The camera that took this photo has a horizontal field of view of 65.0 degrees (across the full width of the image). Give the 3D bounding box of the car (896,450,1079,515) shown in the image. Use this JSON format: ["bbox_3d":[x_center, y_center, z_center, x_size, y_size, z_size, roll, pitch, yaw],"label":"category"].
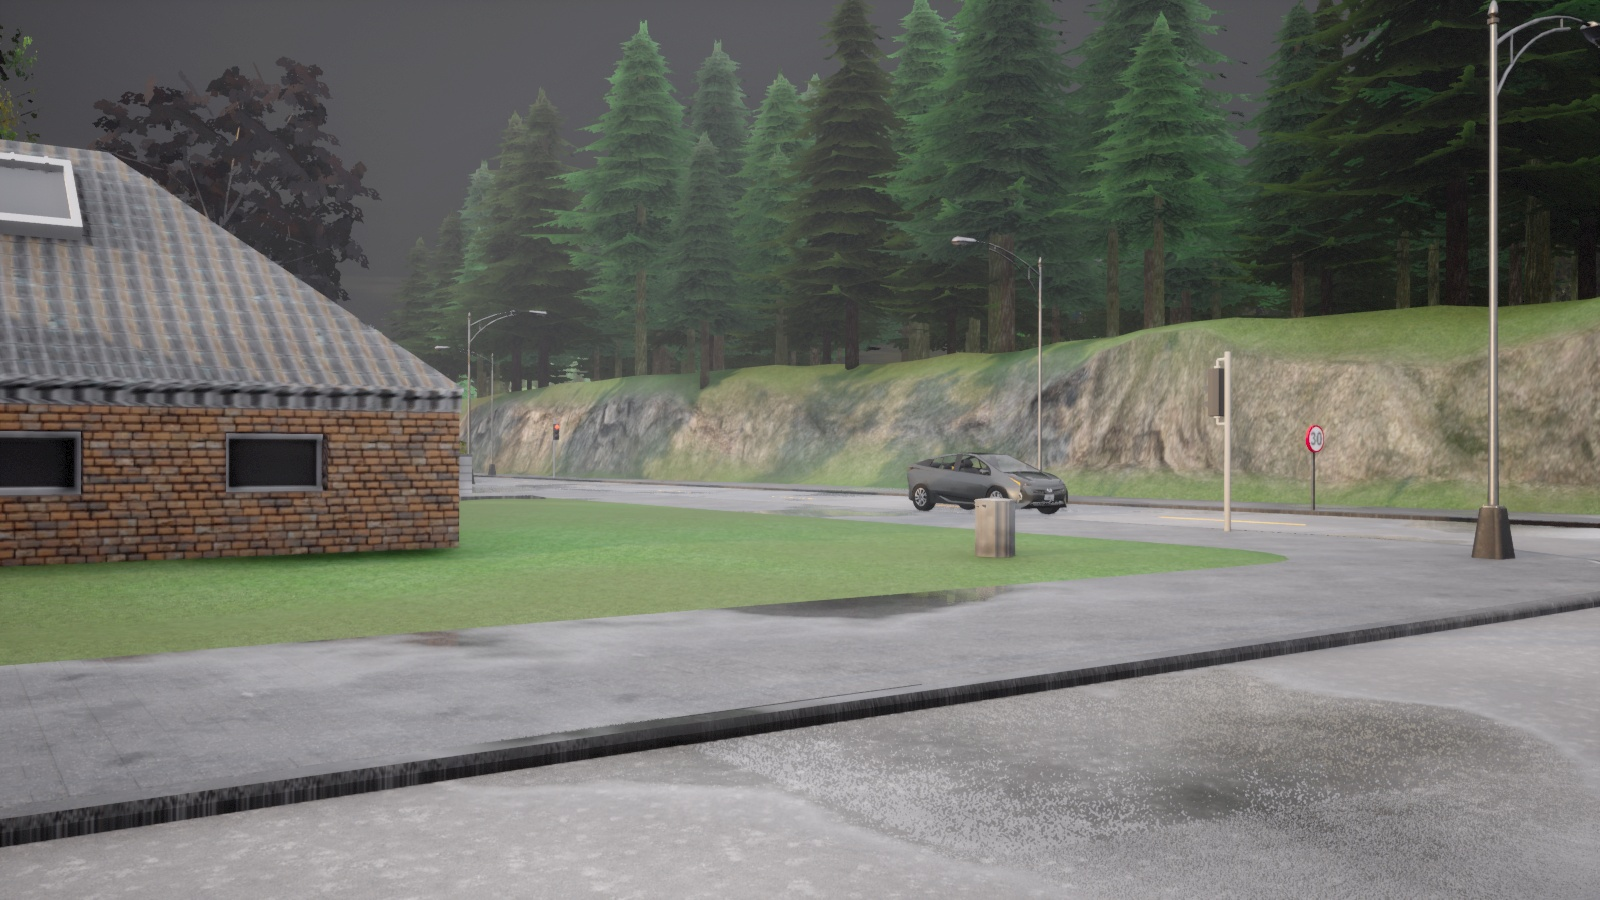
[{"bbox_3d":[4.616,0.759,31.520,2.007,1.525,4.514,0,0,-35],"label":"car"}]
